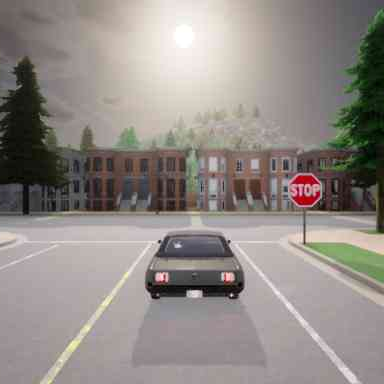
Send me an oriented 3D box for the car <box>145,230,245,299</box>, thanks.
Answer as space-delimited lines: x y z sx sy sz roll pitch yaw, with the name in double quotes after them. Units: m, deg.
0.058 1.600 8.368 1.895 1.301 4.718 0 0 0 "car"
